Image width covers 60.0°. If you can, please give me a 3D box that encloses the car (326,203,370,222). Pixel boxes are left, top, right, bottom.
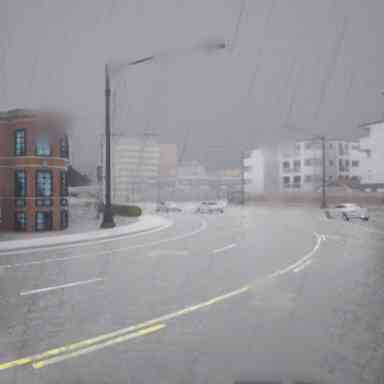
[{"bbox_3d":[13.170,1.692,28.249,1.812,1.442,4.674,0,0,-3],"label":"car"}]

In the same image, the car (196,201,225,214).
[{"bbox_3d":[2.143,1.830,39.754,1.812,1.442,4.674,0,-1,-26],"label":"car"}]

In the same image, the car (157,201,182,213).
[{"bbox_3d":[-2.946,1.870,42.038,1.812,1.442,4.674,0,0,-27],"label":"car"}]
